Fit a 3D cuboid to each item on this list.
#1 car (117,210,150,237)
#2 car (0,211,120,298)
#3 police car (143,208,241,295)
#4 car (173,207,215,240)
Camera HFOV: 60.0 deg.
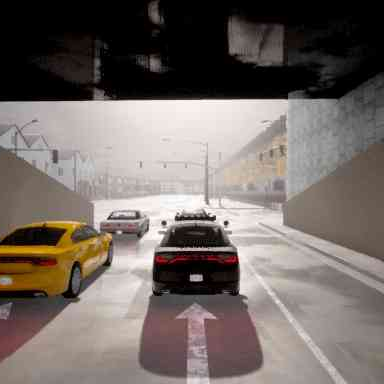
[{"bbox_3d":[-3.404,1.601,17.808,1.895,1.301,4.718,0,0,0],"label":"car"},{"bbox_3d":[-3.409,1.478,8.565,1.882,1.535,5.008,0,0,0],"label":"car"},{"bbox_3d":[0.087,1.425,8.890,1.930,1.638,5.238,0,0,0],"label":"police car"},{"bbox_3d":[0.094,1.564,17.852,1.994,1.385,4.181,0,0,0],"label":"car"}]
